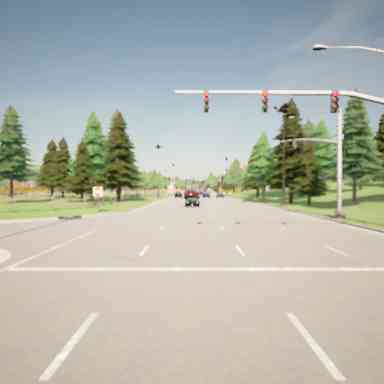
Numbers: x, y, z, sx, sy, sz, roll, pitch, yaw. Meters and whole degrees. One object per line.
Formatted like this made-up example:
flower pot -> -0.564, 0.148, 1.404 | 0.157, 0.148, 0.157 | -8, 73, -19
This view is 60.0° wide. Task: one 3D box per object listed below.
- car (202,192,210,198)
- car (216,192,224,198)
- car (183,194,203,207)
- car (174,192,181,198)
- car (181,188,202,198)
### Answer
car -> 3.569, 0.779, 84.390 | 1.812, 1.442, 4.674 | 0, 1, 0
car -> 7.069, 0.780, 84.387 | 2.128, 1.511, 4.902 | 0, 1, 0
car -> 0.043, 1.283, 42.979 | 1.895, 1.301, 4.718 | 1, 1, 0
car -> -3.431, 0.733, 84.396 | 1.882, 1.535, 5.008 | 0, 1, 0
car -> -0.031, 0.172, 43.061 | 1.812, 1.442, 4.674 | -1, -2, 3
